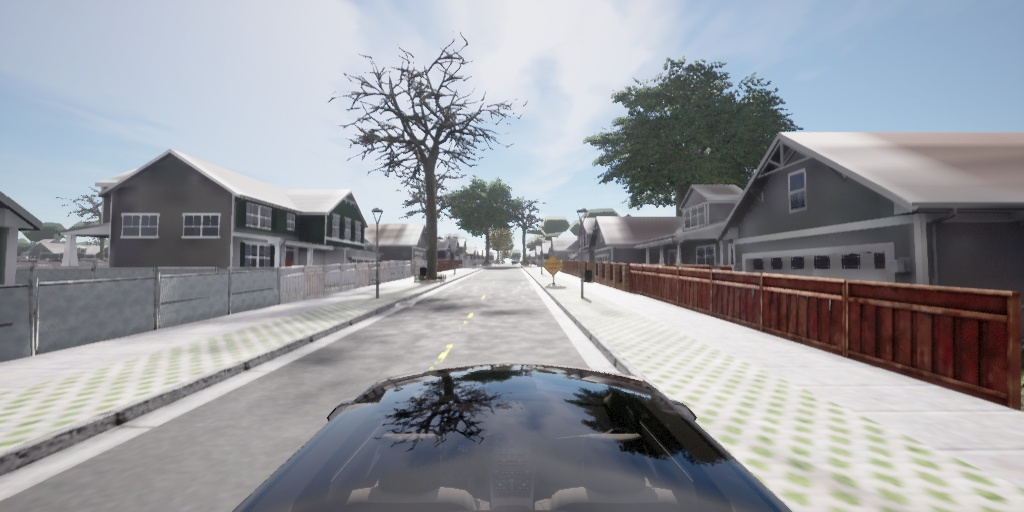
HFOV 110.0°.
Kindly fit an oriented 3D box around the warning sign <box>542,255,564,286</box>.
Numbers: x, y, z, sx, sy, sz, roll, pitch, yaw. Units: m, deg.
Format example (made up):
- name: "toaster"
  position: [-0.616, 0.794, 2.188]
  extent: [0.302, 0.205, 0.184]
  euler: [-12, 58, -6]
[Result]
- name: "warning sign"
  position: [2.517, 0.861, 21.614]
  extent: [1.300, 1.860, 1.060]
  euler: [0, 0, 0]
